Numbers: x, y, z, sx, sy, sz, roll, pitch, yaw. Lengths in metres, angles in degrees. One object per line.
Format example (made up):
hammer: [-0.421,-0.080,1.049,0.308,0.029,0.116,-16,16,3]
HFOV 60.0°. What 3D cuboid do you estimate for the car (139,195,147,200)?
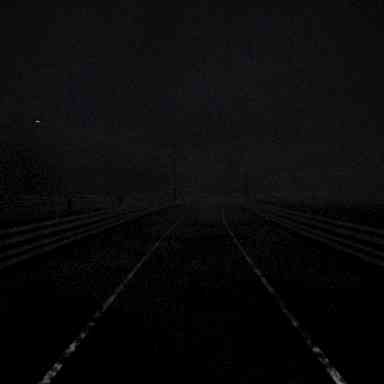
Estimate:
car: [-10.371,1.367,76.439,2.033,1.411,5.357,0,0,17]

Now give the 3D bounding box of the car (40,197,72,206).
car: [-16.743,1.306,41.153,1.994,1.385,4.181,0,0,15]

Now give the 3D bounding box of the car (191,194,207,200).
car: [1.874,1.408,91.645,1.994,1.385,4.181,0,0,19]

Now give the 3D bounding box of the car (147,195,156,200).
car: [-7.563,1.297,73.667,1.882,1.535,5.008,0,0,17]

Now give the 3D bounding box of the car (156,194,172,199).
car: [-5.308,1.367,69.001,1.994,1.385,4.181,0,0,17]
